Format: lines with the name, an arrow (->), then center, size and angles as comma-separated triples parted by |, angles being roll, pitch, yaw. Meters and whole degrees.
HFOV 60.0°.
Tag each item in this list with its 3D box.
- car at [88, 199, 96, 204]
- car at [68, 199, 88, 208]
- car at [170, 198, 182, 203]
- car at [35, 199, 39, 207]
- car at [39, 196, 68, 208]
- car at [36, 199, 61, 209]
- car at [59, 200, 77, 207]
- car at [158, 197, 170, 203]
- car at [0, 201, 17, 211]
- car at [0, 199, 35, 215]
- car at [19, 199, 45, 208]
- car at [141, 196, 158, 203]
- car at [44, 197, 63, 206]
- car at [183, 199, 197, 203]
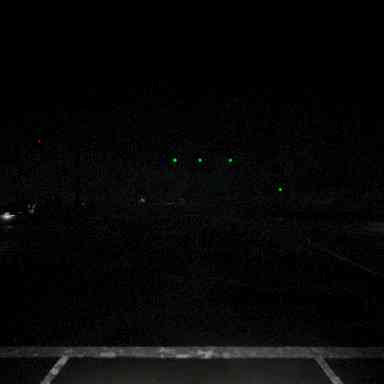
car -> -21.282, 2.164, 69.229 | 2.128, 1.511, 4.902 | 0, -1, -3
car -> -21.068, 2.045, 59.966 | 2.128, 1.511, 4.902 | 0, -1, 0
car -> -5.274, 2.414, 93.718 | 1.994, 1.385, 4.181 | 0, -1, -22
car -> -24.629, 1.796, 48.123 | 2.097, 1.767, 4.553 | 0, -1, 0
car -> -21.126, 1.685, 50.133 | 2.150, 2.045, 5.566 | 0, -1, 0
car -> -24.586, 2.020, 57.271 | 2.128, 1.511, 4.902 | 0, -1, 0
car -> -24.612, 2.206, 66.211 | 1.895, 1.301, 4.718 | 0, -1, 0
car -> -8.354, 2.203, 91.979 | 2.097, 1.767, 4.553 | 0, -1, -22
car -> -28.116, 1.997, 48.750 | 2.033, 1.411, 5.357 | 0, -1, 1
car -> -21.136, 1.871, 39.577 | 1.837, 1.490, 4.892 | 0, 0, 0
car -> -28.058, 2.031, 58.497 | 2.128, 1.511, 4.902 | 0, -1, 0
car -> -11.477, 2.350, 90.298 | 2.128, 1.511, 4.902 | 0, -1, -22
car -> -28.183, 1.979, 67.708 | 2.097, 1.767, 4.553 | 0, -1, -3
car -> -0.198, 2.421, 89.454 | 1.895, 1.301, 4.718 | 0, -1, -18
